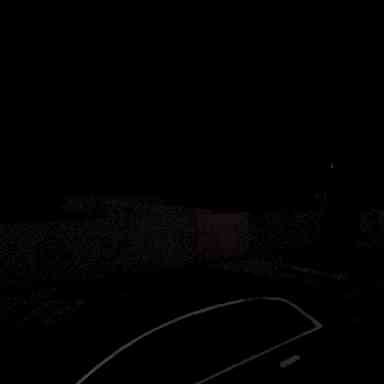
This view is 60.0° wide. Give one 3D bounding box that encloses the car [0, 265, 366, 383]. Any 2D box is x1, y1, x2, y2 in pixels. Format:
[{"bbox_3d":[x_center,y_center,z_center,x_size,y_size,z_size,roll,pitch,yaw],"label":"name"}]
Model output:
[{"bbox_3d":[-0.504,1.505,2.682,4.892,1.490,1.837,0,0,-35],"label":"car"}]
